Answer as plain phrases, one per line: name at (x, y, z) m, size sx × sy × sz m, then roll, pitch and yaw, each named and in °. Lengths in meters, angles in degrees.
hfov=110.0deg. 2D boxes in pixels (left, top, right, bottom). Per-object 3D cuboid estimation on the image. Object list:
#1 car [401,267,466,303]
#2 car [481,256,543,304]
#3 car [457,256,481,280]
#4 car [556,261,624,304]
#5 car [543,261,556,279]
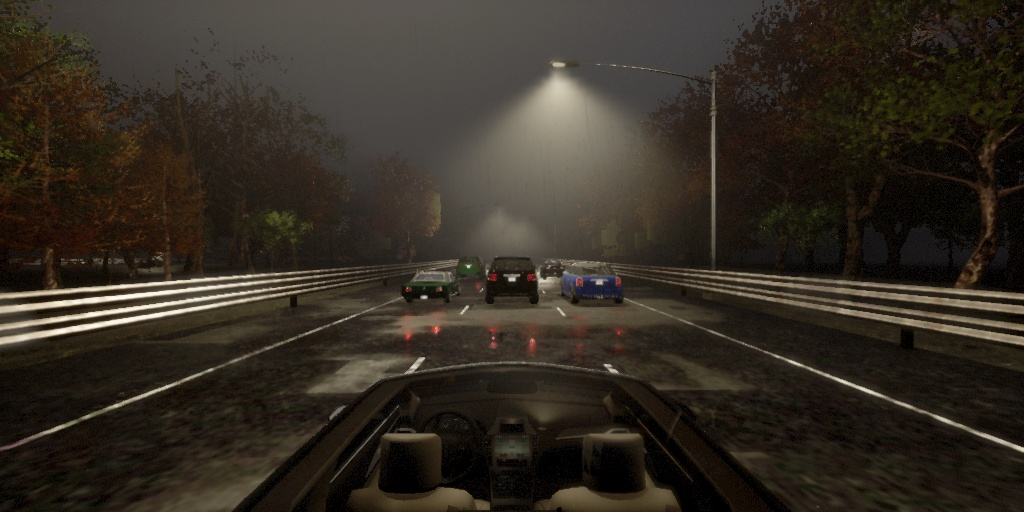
car at (-3.501, 1.356, 16.530) m, size 1.895 × 1.301 × 4.718 m, roll 0°, pitch 0°, yaw 0°
car at (0.000, 0.997, 16.530) m, size 2.150 × 2.045 × 5.566 m, roll 0°, pitch 0°, yaw 0°
car at (-3.501, 0.978, 31.529) m, size 2.150 × 2.045 × 5.566 m, roll 0°, pitch 0°, yaw 0°
car at (3.500, 1.106, 16.470) m, size 2.097 × 1.767 × 4.553 m, roll 0°, pitch 0°, yaw 0°
car at (3.499, 1.216, 31.499) m, size 2.128 × 1.511 × 4.902 m, roll 0°, pitch 0°, yaw 0°
